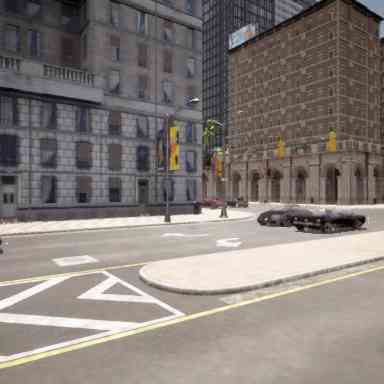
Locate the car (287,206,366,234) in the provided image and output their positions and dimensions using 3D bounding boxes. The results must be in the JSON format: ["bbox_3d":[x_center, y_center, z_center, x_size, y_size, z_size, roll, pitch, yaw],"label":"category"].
[{"bbox_3d":[7.984,1.601,19.257,4.718,1.301,1.895,0,0,-35],"label":"car"}]

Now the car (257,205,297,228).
[{"bbox_3d":[6.373,1.564,22.399,4.181,1.385,1.994,0,0,-35],"label":"car"}]

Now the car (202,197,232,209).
[{"bbox_3d":[3.009,1.525,46.952,1.812,1.442,4.674,0,0,-35],"label":"car"}]

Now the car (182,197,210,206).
[{"bbox_3d":[0.563,1.547,56.580,2.033,1.411,5.357,0,0,-34],"label":"car"}]

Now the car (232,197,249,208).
[{"bbox_3d":[6.216,1.505,48.469,1.837,1.490,4.892,0,0,-35],"label":"car"}]

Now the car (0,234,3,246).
[{"bbox_3d":[-9.241,1.353,11.568,4.553,1.767,2.097,0,0,-35],"label":"car"}]
